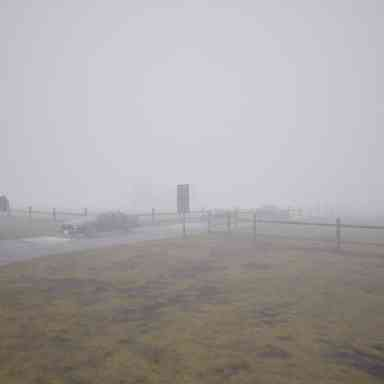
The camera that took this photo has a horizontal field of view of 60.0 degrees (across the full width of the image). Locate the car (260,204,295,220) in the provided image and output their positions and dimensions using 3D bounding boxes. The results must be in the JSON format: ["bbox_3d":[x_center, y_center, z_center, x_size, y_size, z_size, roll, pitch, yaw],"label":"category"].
[{"bbox_3d":[9.189,2.130,36.533,2.097,1.767,4.553,-1,-2,35],"label":"car"}]

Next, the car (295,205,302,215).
[{"bbox_3d":[14.675,2.626,49.193,1.882,1.535,5.008,-1,-2,35],"label":"car"}]

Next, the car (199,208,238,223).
[{"bbox_3d":[2.615,2.275,32.346,1.895,1.301,4.718,-1,-2,35],"label":"car"}]

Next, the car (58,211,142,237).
[{"bbox_3d":[-5.542,1.921,20.836,2.033,1.411,5.357,-1,-2,35],"label":"car"}]
